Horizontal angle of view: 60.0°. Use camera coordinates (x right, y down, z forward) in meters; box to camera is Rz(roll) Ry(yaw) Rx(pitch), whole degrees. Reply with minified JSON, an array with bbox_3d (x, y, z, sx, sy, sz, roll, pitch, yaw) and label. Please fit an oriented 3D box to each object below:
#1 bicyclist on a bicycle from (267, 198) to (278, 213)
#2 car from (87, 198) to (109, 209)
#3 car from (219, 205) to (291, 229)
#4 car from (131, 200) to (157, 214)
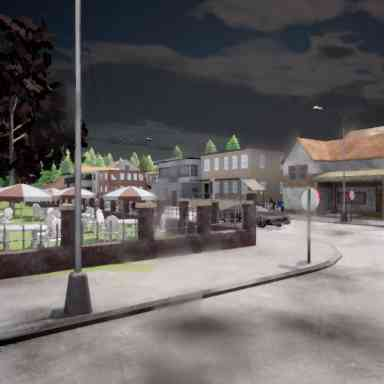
[{"bbox_3d":[7.565,1.348,31.435,1.656,1.620,0.582,0,0,-35],"label":"bicyclist on a bicycle"},{"bbox_3d":[-13.121,1.524,46.122,1.812,1.442,4.674,0,0,-35],"label":"car"},{"bbox_3d":[3.913,1.546,22.081,2.033,1.411,5.357,0,0,-35],"label":"car"},{"bbox_3d":[-5.159,1.350,34.844,2.097,1.767,4.553,0,0,-35],"label":"car"}]
